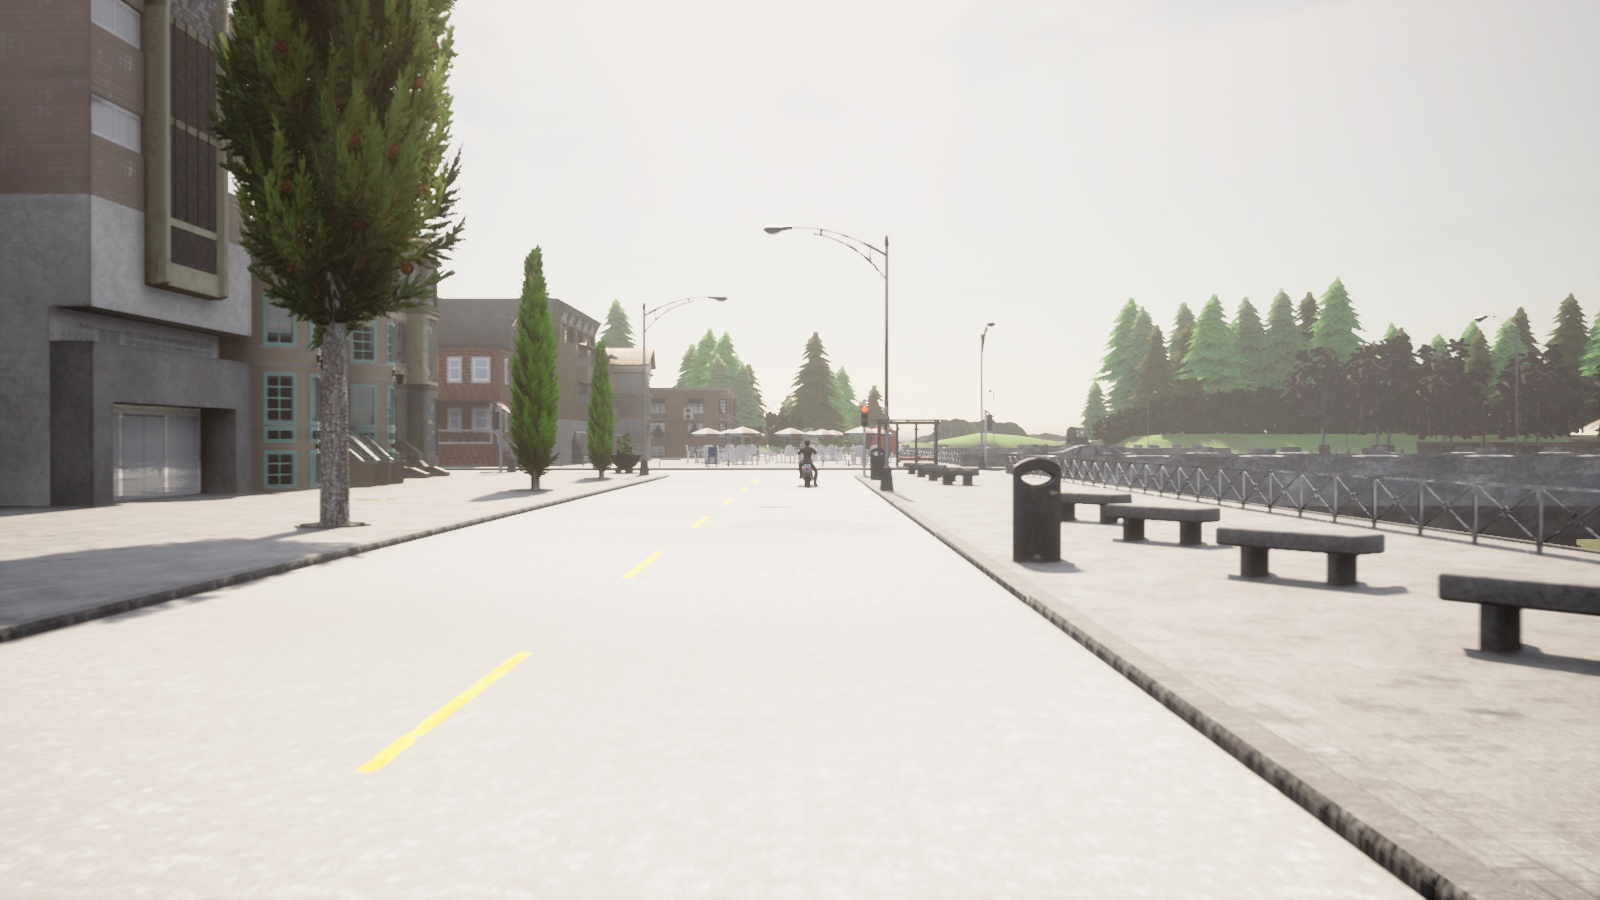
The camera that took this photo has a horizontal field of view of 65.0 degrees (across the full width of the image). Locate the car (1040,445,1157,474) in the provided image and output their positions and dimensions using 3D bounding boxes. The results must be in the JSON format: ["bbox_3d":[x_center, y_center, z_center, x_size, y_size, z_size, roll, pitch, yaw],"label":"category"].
[{"bbox_3d":[14.870,0.453,62.706,5.357,1.411,2.033,0,0,1],"label":"car"}]

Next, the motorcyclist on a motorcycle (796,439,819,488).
[{"bbox_3d":[0.255,0.453,43.279,0.766,1.649,2.350,0,0,0],"label":"motorcyclist on a motorcycle"}]
